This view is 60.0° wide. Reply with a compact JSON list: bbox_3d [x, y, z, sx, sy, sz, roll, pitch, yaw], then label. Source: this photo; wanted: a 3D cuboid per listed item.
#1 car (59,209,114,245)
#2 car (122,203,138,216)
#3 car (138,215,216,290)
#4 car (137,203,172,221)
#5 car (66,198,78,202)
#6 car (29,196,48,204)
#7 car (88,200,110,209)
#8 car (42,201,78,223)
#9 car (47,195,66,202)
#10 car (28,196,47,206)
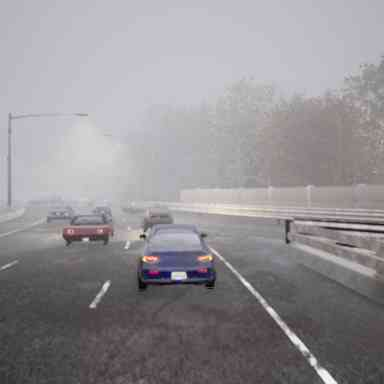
[{"bbox_3d":[-4.904,1.746,16.417,1.895,1.301,4.718,0,0,-9],"label":"car"},{"bbox_3d":[-6.580,1.930,37.766,1.895,1.301,4.718,0,-1,-25],"label":"car"},{"bbox_3d":[-0.490,1.607,9.264,1.812,1.442,4.674,0,-1,-5],"label":"car"},{"bbox_3d":[-2.291,1.692,21.323,1.837,1.490,4.892,0,0,-12],"label":"car"},{"bbox_3d":[-26.070,2.010,71.456,1.812,1.442,4.674,0,-1,-41],"label":"car"},{"bbox_3d":[-39.129,1.980,84.846,5.566,2.045,2.150,0,-1,40],"label":"car"},{"bbox_3d":[-9.538,1.831,34.737,1.812,1.442,4.674,0,-1,-19],"label":"car"},{"bbox_3d":[-11.106,1.799,28.276,2.033,1.411,5.357,0,-1,-16],"label":"car"},{"bbox_3d":[-28.781,1.695,69.244,2.150,2.045,5.566,0,-1,-41],"label":"car"},{"bbox_3d":[-31.453,1.932,66.982,1.882,1.535,5.008,0,-1,-41],"label":"car"}]
